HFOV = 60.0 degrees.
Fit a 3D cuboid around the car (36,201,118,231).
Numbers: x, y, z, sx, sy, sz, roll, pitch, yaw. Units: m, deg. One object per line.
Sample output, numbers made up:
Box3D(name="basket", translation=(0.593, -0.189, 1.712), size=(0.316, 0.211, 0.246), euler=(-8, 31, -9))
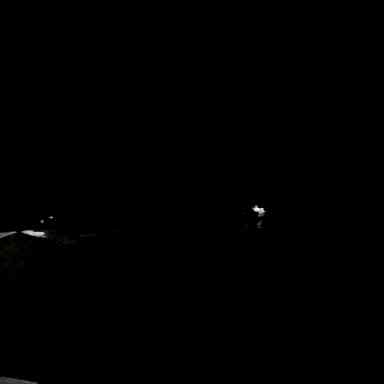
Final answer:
Box3D(name="car", translation=(-6.130, 1.206, 18.052), size=(1.994, 1.385, 4.181), euler=(-1, 2, 43))
